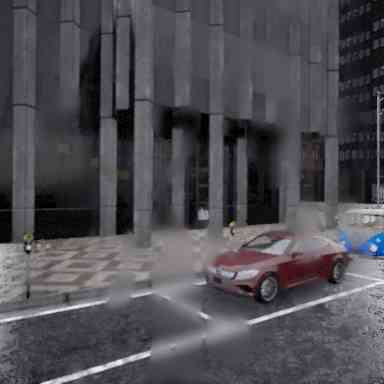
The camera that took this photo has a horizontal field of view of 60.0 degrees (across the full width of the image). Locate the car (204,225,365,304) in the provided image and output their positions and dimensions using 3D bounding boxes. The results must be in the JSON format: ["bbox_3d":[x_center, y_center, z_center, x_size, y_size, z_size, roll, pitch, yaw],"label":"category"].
[{"bbox_3d":[2.250,1.643,8.250,4.206,1.307,1.802,1,0,-35],"label":"car"}]

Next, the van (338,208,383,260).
[{"bbox_3d":[6.684,1.455,11.408,3.998,1.788,1.690,1,0,-35],"label":"van"}]
